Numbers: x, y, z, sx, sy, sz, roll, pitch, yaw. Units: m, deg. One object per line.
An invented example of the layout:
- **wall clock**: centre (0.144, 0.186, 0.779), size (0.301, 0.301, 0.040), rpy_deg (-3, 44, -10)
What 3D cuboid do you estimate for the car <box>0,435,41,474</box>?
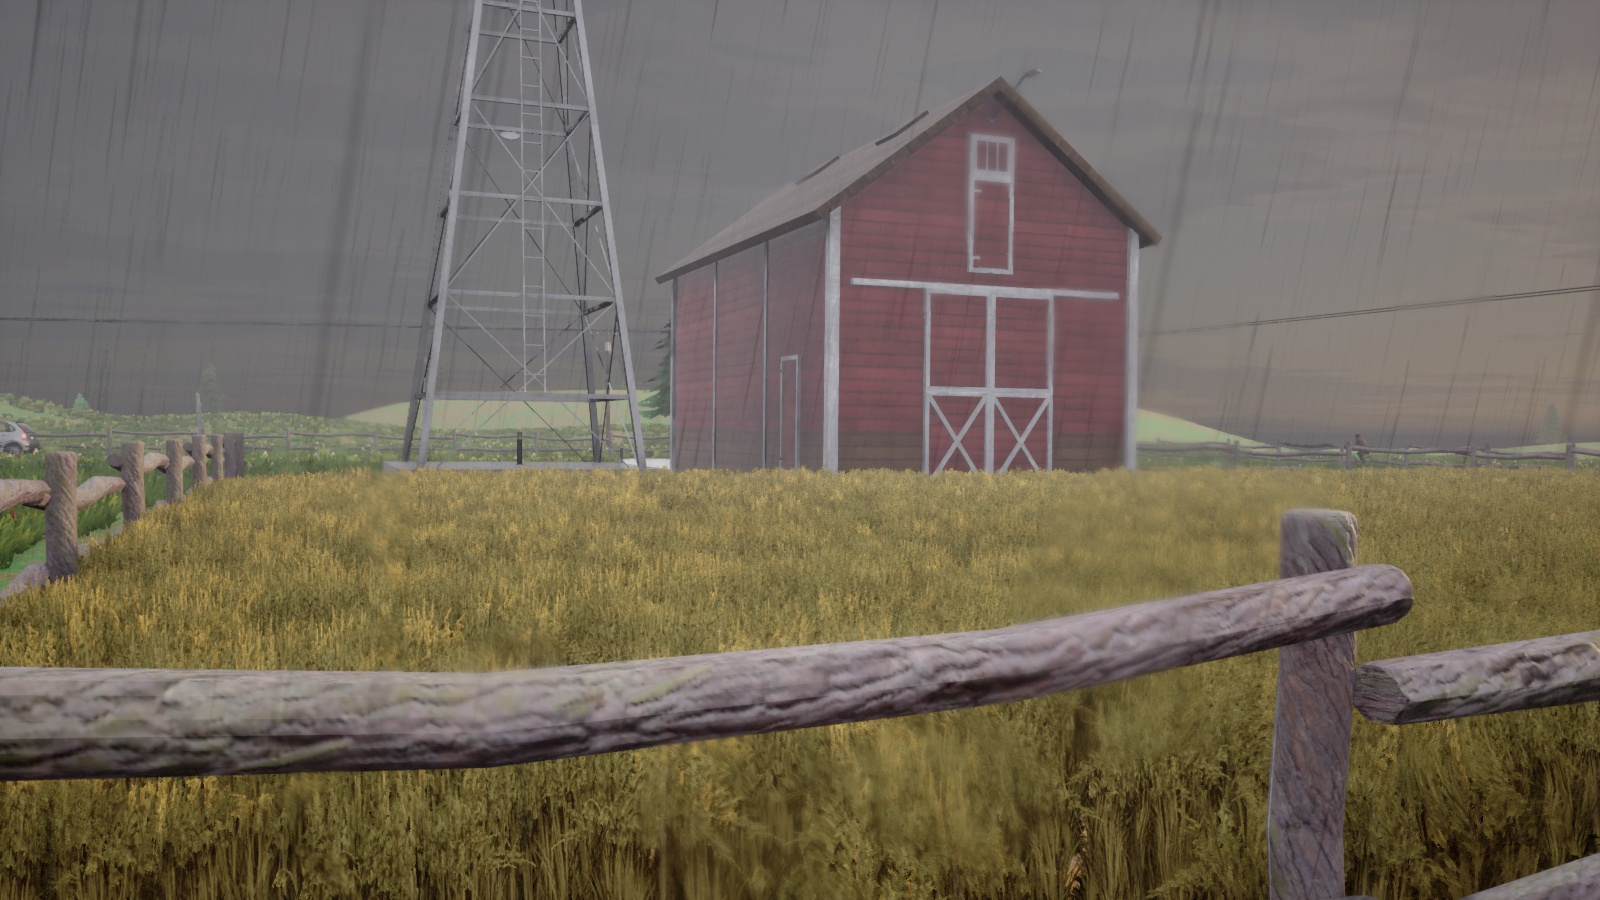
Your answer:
- **car**: centre (-34.593, 0.207, 53.023), size (3.988, 1.617, 1.851), rpy_deg (-1, 1, -15)
